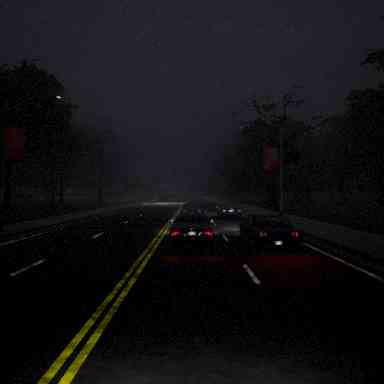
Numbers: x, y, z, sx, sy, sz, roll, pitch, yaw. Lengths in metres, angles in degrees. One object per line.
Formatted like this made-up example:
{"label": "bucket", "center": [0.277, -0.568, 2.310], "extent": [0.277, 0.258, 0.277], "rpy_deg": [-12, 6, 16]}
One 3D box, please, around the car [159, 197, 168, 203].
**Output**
{"label": "car", "center": [-6.500, 1.798, 76.711], "extent": [1.895, 1.301, 4.718], "rpy_deg": [0, 0, 0]}

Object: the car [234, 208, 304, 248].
{"label": "car", "center": [3.250, 1.620, 14.681], "extent": [1.895, 1.301, 4.718], "rpy_deg": [0, 0, 0]}

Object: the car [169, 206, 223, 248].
{"label": "car", "center": [0.000, 1.567, 14.651], "extent": [2.033, 1.411, 5.357], "rpy_deg": [0, 0, 0]}

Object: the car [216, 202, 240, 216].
{"label": "car", "center": [3.250, 1.578, 29.652], "extent": [2.033, 1.411, 5.357], "rpy_deg": [0, 0, 0]}

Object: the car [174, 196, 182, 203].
{"label": "car", "center": [-3.250, 1.703, 76.742], "extent": [1.837, 1.490, 4.892], "rpy_deg": [0, 0, 0]}

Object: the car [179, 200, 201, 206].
{"label": "car", "center": [0.000, 1.631, 29.682], "extent": [1.895, 1.301, 4.718], "rpy_deg": [0, 0, 0]}
